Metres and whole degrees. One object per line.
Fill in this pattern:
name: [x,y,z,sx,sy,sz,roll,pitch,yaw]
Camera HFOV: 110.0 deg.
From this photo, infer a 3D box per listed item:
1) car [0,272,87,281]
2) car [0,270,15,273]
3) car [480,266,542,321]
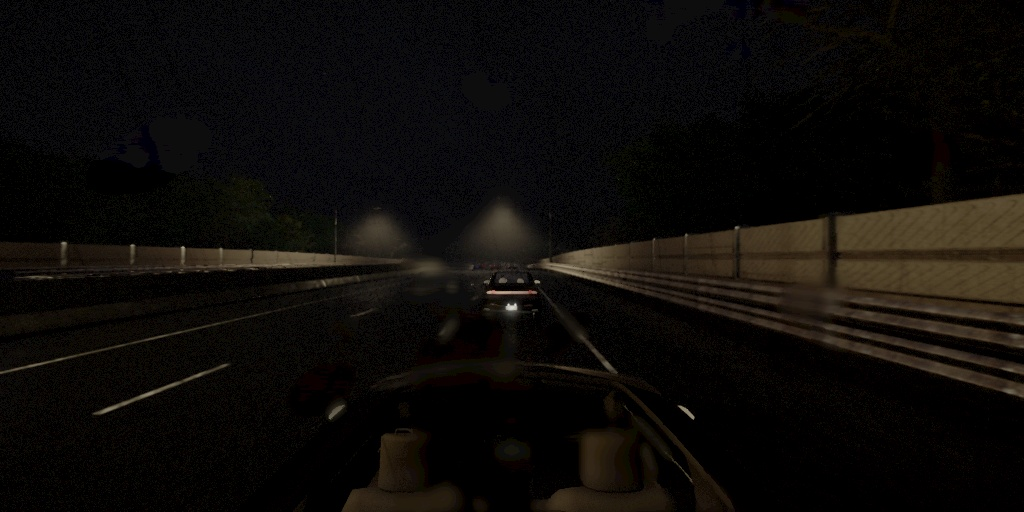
car: [-17.586,1.381,13.294,1.895,1.301,4.718,0,0,0]
car: [-24.573,1.346,16.242,2.033,1.411,5.357,0,0,0]
car: [-0.003,1.272,12.565,2.128,1.511,4.902,0,0,0]
